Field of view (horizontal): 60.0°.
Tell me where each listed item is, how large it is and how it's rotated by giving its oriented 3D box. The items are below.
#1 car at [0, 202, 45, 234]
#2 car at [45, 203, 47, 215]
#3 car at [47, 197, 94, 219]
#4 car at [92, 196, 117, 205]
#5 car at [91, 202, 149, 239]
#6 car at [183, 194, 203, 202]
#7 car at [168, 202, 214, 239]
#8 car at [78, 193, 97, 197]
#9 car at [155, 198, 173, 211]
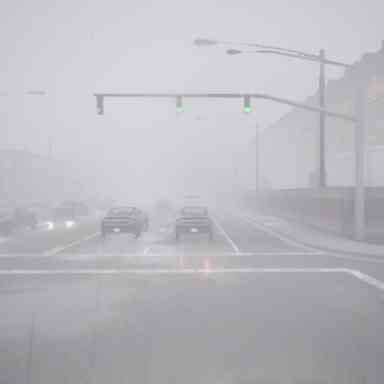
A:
[{"bbox_3d":[-10.596,1.537,19.278,1.812,1.442,4.674,0,0,0],"label":"car"},{"bbox_3d":[-14.091,1.618,29.976,1.895,1.301,4.718,0,0,1],"label":"car"},{"bbox_3d":[-10.592,1.494,29.374,1.882,1.535,5.008,0,0,0],"label":"car"},{"bbox_3d":[-10.584,1.526,41.590,1.837,1.490,4.892,0,1,0],"label":"car"},{"bbox_3d":[-3.403,1.501,17.491,2.128,1.511,4.902,0,0,0],"label":"car"},{"bbox_3d":[0.093,1.243,40.014,2.150,2.045,5.566,0,0,0],"label":"car"},{"bbox_3d":[0.097,1.501,17.295,2.128,1.511,4.902,0,0,0],"label":"car"},{"bbox_3d":[-14.064,1.239,44.346,2.150,2.045,5.566,0,1,1],"label":"car"},{"bbox_3d":[-3.407,1.527,40.705,1.837,1.490,4.892,0,0,0],"label":"car"}]
